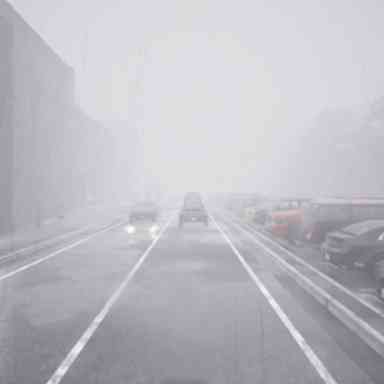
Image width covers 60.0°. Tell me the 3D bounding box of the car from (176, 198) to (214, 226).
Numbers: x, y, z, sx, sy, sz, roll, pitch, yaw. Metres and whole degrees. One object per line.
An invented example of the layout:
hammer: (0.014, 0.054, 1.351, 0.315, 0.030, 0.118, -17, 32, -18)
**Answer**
car: (0.087, 1.387, 22.227, 2.128, 1.511, 4.902, 0, 0, 0)

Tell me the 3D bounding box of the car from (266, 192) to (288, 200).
car: (19.393, 0.915, 75.923, 4.553, 1.767, 2.185, 0, 1, 0)

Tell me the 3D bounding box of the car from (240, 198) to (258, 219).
car: (6.311, 1.410, 22.912, 5.366, 1.575, 1.946, 0, 0, 0)

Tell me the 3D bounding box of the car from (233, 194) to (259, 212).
car: (6.111, 1.257, 28.480, 4.553, 1.767, 2.185, 0, 0, 0)

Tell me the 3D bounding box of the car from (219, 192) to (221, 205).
car: (6.152, 1.169, 42.395, 4.553, 1.767, 2.185, 0, 0, 0)

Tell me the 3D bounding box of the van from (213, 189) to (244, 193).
van: (6.341, 0.971, 56.311, 4.442, 1.987, 1.878, 0, 0, 0)

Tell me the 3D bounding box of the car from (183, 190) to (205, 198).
car: (0.072, 1.013, 40.391, 2.150, 2.045, 5.566, 0, 1, 0)

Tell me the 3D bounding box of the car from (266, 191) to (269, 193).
car: (19.348, 1.067, 73.139, 5.008, 1.535, 2.097, 0, 1, 0)

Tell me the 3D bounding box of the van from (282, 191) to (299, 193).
van: (19.212, 0.907, 64.659, 4.442, 1.987, 1.878, 0, 0, 0)

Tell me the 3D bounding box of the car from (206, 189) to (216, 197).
car: (6.293, 0.839, 70.227, 5.566, 2.045, 2.435, 0, 0, 0)

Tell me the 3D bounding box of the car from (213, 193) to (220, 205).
car: (6.006, 1.273, 45.180, 5.366, 1.575, 1.946, 0, 0, 0)

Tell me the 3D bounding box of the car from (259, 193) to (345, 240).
car: (6.073, 1.207, 14.562, 5.566, 2.045, 2.435, 0, 0, 0)

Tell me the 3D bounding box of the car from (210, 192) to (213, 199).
car: (6.238, 1.177, 59.096, 4.892, 1.521, 2.231, 0, 0, 0)

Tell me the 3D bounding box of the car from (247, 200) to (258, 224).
car: (6.111, 1.430, 20.130, 4.892, 1.521, 2.231, 0, 0, 0)

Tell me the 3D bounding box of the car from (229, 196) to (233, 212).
car: (6.153, 1.405, 31.263, 4.674, 1.452, 2.002, 0, 0, 0)

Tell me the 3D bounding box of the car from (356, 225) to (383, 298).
car: (6.048, 1.531, 6.214, 4.792, 1.488, 2.163, 0, 0, 0)

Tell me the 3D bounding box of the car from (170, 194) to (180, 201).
car: (-3.353, 1.116, 66.904, 1.812, 1.442, 4.674, 0, 0, 0)

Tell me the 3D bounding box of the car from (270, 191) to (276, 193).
car: (19.308, 0.860, 67.444, 5.566, 2.045, 2.435, 0, 0, 0)

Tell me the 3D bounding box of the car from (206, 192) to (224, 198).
car: (6.359, 0.744, 92.516, 4.792, 1.488, 2.163, 0, 2, 0)

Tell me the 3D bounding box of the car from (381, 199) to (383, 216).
car: (19.228, 1.383, 28.457, 4.892, 1.521, 2.231, 0, 0, 0)

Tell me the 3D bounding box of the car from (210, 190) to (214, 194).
car: (6.209, 1.028, 62.004, 4.553, 1.767, 2.185, 0, 0, 0)

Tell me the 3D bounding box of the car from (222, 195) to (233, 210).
car: (6.137, 1.361, 36.829, 4.792, 1.488, 2.163, 0, 0, 0)

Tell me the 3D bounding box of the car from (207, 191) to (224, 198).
car: (6.353, 0.665, 89.725, 4.553, 1.767, 2.185, 0, 1, 0)

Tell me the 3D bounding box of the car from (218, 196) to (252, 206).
car: (6.202, 1.298, 47.963, 4.674, 1.452, 2.002, 0, 0, 0)

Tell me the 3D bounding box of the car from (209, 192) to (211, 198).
car: (6.434, 1.130, 64.662, 5.366, 1.575, 1.946, 0, 0, 0)

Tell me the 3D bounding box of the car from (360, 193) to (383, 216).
car: (19.202, 1.114, 31.239, 5.566, 2.045, 2.435, 0, 0, 0)

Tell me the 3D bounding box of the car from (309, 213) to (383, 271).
car: (6.078, 1.488, 8.997, 4.892, 1.521, 2.231, 0, 0, 0)

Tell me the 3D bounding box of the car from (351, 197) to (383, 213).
car: (19.243, 1.348, 34.028, 5.008, 1.535, 2.097, 0, 0, 0)

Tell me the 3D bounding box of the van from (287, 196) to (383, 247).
van: (5.977, 1.246, 11.903, 4.442, 1.987, 1.878, 0, 0, 0)

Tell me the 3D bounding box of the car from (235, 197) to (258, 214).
car: (6.140, 1.399, 25.696, 4.892, 1.521, 2.231, 0, 0, 0)

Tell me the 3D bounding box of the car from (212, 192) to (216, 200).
car: (6.221, 1.217, 53.529, 5.008, 1.535, 2.097, 0, 0, 0)

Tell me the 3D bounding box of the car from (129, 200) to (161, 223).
car: (-3.362, 1.360, 24.580, 1.882, 1.535, 5.008, 0, 0, 0)

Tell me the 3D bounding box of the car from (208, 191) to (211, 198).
car: (6.251, 1.111, 67.446, 5.008, 1.535, 2.097, 0, 0, 0)

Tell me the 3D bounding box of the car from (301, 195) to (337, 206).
car: (19.316, 1.267, 50.738, 4.792, 1.488, 2.163, 0, 0, 0)

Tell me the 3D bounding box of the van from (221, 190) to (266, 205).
van: (6.058, 1.087, 39.675, 4.442, 1.987, 1.878, 0, 0, 0)

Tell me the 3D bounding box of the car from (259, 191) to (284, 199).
car: (19.406, 0.712, 81.501, 5.566, 2.045, 2.435, 0, 1, 0)
